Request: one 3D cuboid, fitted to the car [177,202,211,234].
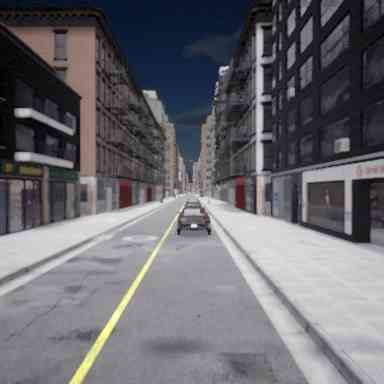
[{"bbox_3d":[0.106,1.529,18.959,1.812,1.442,4.674,0,0,0],"label":"car"}]

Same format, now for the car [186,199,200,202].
[{"bbox_3d":[0.111,1.498,37.558,2.128,1.511,4.902,0,0,0],"label":"car"}]
